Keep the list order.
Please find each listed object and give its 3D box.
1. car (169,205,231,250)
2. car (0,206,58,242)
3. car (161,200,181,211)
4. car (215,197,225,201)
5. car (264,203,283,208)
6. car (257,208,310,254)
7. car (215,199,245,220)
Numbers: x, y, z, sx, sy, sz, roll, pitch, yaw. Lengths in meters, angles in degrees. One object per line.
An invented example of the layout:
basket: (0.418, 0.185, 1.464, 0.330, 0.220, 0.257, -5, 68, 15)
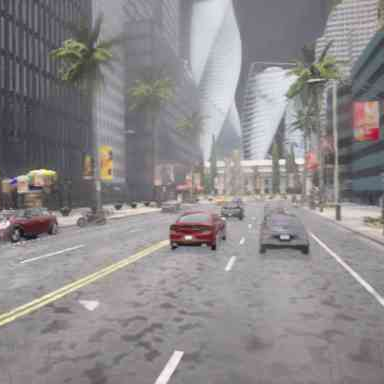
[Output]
car: (0.413, 1.584, 15.065, 1.882, 1.535, 5.008, -1, 0, 13)
car: (-9.306, 1.606, 17.906, 2.185, 1.767, 4.553, -1, 0, 13)
car: (-2.863, 1.861, 46.565, 2.231, 1.521, 4.892, -1, 0, 13)
car: (6.402, 1.935, 73.250, 1.882, 1.535, 5.008, -1, 0, 16)
car: (7.000, 1.668, 28.457, 2.033, 1.411, 5.357, -1, 0, 13)
car: (3.717, 1.602, 13.821, 2.033, 1.411, 5.357, -1, 0, 13)
car: (3.654, 1.664, 29.519, 2.128, 1.511, 4.902, -1, 0, 13)
